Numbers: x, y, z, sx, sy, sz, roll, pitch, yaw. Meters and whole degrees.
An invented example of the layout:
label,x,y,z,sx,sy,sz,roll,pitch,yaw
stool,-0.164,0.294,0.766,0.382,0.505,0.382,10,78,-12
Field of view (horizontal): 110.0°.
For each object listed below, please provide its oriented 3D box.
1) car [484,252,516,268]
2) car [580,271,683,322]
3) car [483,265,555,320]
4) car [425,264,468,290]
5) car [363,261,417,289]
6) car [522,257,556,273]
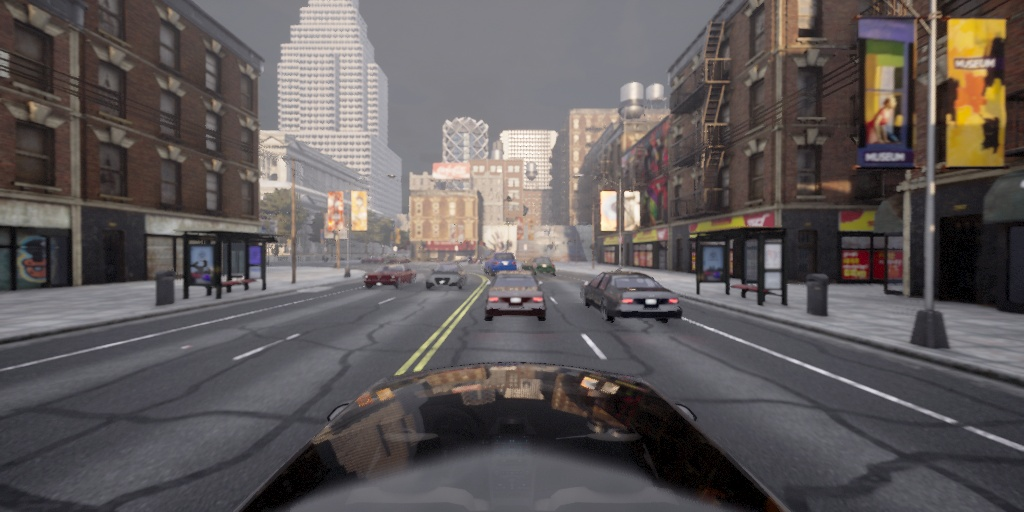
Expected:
label,x,y,z,sx,sy,sz,roll,pitch,yaw
car,-1.104,0.705,31.560,2.150,2.045,5.566,0,0,-12
car,3.599,1.207,11.798,2.033,1.411,5.357,0,1,0
car,0.099,1.205,12.091,2.033,1.411,5.357,0,1,0
car,-3.673,1.144,20.754,1.994,1.385,4.181,0,0,-1
car,-7.153,1.174,21.436,1.895,1.301,4.718,0,0,-1
car,2.259,0.833,31.855,2.097,1.767,4.553,0,1,-12
